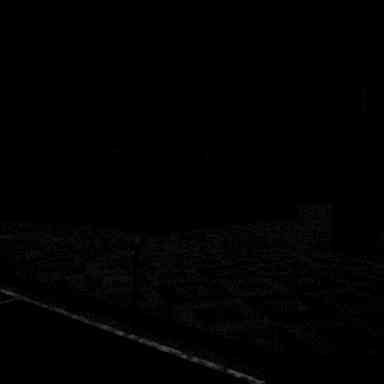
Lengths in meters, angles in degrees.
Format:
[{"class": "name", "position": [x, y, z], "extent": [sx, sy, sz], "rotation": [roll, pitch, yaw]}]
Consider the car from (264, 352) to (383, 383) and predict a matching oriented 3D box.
[{"class": "car", "position": [2.342, 1.546, 1.289], "extent": [4.507, 1.381, 1.887], "rotation": [0, 0, 36]}]
